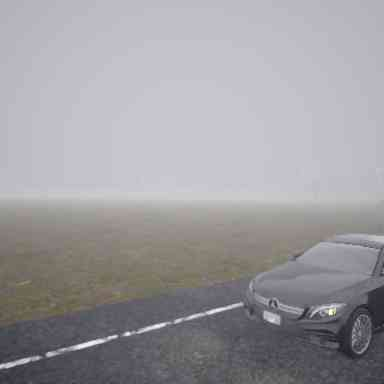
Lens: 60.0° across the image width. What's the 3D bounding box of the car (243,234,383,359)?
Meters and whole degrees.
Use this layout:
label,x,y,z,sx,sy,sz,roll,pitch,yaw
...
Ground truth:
label,x,y,z,sx,sy,sz,roll,pitch,yaw
car,3.037,1.559,6.141,4.674,1.442,1.812,0,0,-36
